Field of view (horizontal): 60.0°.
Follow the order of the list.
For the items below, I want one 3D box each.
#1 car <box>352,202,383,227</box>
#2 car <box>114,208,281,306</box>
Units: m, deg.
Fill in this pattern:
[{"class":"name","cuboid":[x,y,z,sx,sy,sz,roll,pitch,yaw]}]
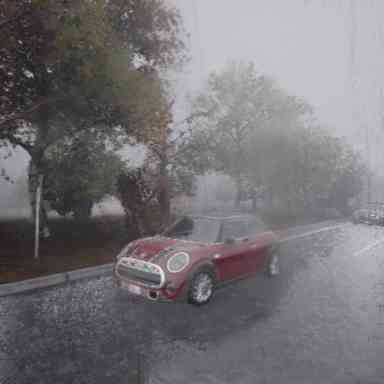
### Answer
[{"class":"car","cuboid":[13.638,1.579,25.068,2.097,1.767,4.553,2,0,38]},{"class":"car","cuboid":[0.360,1.312,8.128,2.097,1.767,4.553,2,0,41]}]
